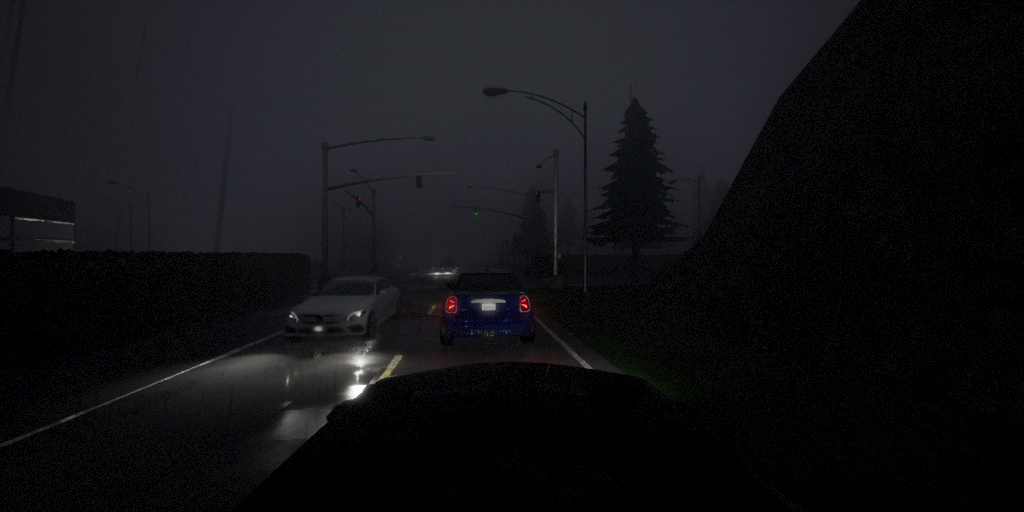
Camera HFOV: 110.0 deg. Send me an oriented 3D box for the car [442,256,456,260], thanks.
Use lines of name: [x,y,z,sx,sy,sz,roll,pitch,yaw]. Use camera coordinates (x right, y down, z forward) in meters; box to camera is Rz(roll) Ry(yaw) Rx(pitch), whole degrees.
car: [-9.650,0.971,54.196,2.150,2.045,5.566,0,0,-7]

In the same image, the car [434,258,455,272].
car: [-8.549,1.314,44.807,1.994,1.385,4.181,0,0,-7]

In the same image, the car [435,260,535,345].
car: [-0.729,1.102,9.730,2.097,1.767,4.553,0,0,-6]

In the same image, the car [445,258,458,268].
car: [-10.813,1.228,64.427,1.882,1.535,5.008,0,0,-6]

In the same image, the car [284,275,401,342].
car: [-4.343,1.276,9.967,1.812,1.442,4.674,0,0,-5]
